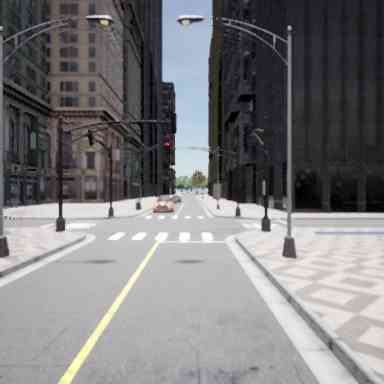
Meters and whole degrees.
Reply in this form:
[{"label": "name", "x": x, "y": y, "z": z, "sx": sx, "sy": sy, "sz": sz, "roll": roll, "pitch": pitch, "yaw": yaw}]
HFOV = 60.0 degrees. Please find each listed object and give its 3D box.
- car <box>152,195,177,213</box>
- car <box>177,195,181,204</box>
[{"label": "car", "x": -3.009, "y": 1.267, "z": 35.773, "sx": 2.097, "sy": 1.767, "sz": 4.553, "roll": 0, "pitch": 0, "yaw": 0}, {"label": "car", "x": -3.011, "y": 1.447, "z": 64.141, "sx": 1.837, "sy": 1.490, "sz": 4.892, "roll": 0, "pitch": 2, "yaw": 0}]
